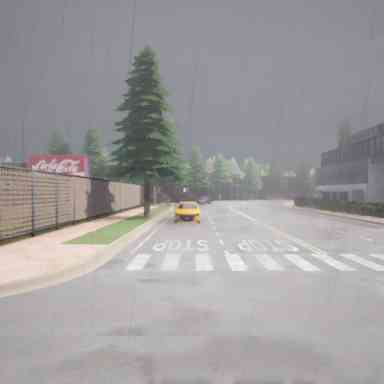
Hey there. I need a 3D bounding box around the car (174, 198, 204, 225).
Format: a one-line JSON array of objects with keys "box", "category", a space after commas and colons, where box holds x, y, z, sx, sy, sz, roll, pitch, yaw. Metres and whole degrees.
[{"box": [-0.285, 1.480, 24.663, 1.882, 1.535, 5.008, 0, 0, 1], "category": "car"}]

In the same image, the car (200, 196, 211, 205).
[{"box": [2.126, 1.498, 58.467, 2.128, 1.511, 4.902, 0, 0, 16], "category": "car"}]
